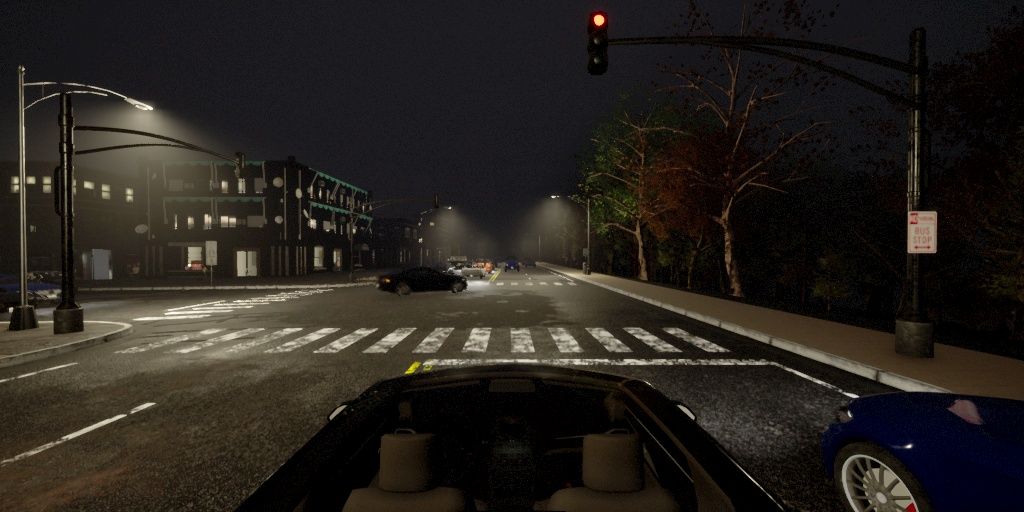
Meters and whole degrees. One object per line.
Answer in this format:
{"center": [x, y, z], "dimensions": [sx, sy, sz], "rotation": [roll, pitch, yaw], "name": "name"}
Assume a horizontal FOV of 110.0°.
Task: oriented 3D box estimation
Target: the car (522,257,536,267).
{"center": [3.227, 1.274, 63.694], "dimensions": [2.033, 1.411, 5.357], "rotation": [0, 0, 0], "name": "car"}

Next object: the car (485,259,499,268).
{"center": [-3.431, 1.219, 61.705], "dimensions": [2.128, 1.511, 4.902], "rotation": [0, 0, 0], "name": "car"}

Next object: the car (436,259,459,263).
{"center": [-6.659, 1.287, 34.001], "dimensions": [2.033, 1.411, 5.357], "rotation": [0, 0, 0], "name": "car"}

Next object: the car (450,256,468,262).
{"center": [-6.674, 0.957, 44.237], "dimensions": [2.150, 2.045, 5.566], "rotation": [0, 0, 0], "name": "car"}

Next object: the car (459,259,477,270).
{"center": [-6.696, 1.222, 54.641], "dimensions": [2.128, 1.511, 4.902], "rotation": [0, 0, 0], "name": "car"}

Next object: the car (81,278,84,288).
{"center": [-28.321, 1.560, 21.348], "dimensions": [4.403, 1.370, 2.007], "rotation": [0, 0, 0], "name": "car"}

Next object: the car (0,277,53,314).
{"center": [-19.970, 1.565, 12.853], "dimensions": [4.313, 1.339, 1.948], "rotation": [0, 0, 0], "name": "car"}

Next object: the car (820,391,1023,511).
{"center": [3.358, 1.276, 0.888], "dimensions": [1.812, 1.442, 4.674], "rotation": [0, 0, 1], "name": "car"}

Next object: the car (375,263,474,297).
{"center": [-4.613, 1.270, 18.628], "dimensions": [4.674, 1.442, 1.812], "rotation": [0, 1, -33], "name": "car"}

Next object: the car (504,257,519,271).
{"center": [0.005, 1.259, 47.681], "dimensions": [1.812, 1.442, 4.674], "rotation": [0, 0, 0], "name": "car"}

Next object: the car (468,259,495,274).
{"center": [-3.423, 1.089, 41.254], "dimensions": [2.097, 1.767, 4.553], "rotation": [0, 0, 0], "name": "car"}

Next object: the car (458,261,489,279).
{"center": [-3.407, 1.341, 32.282], "dimensions": [1.895, 1.301, 4.718], "rotation": [0, 0, 0], "name": "car"}

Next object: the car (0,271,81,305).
{"center": [-22.282, 1.523, 15.559], "dimensions": [4.674, 1.442, 1.812], "rotation": [-1, 1, 0], "name": "car"}

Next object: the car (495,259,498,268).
{"center": [-3.436, 1.224, 51.286], "dimensions": [2.128, 1.511, 4.902], "rotation": [0, 0, 0], "name": "car"}
